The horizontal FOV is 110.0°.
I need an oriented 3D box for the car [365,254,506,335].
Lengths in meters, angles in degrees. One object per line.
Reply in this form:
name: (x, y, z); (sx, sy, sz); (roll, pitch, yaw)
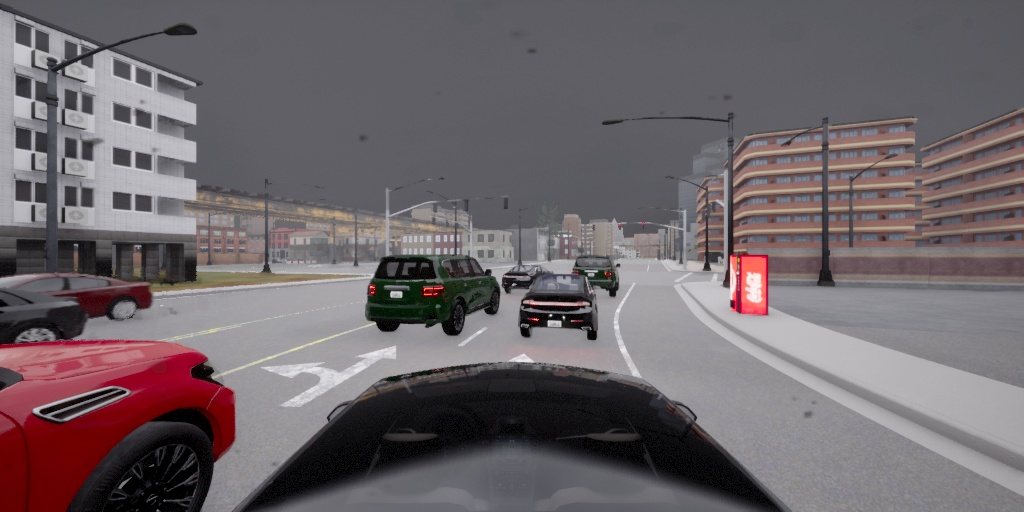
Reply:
car: (-1.999, 0.971, 10.775); (2.150, 2.045, 5.566); (0, 0, 14)

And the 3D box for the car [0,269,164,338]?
car: (-13.117, 1.227, 9.798); (1.882, 1.535, 5.008); (0, 0, 11)

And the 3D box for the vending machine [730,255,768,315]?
vending machine: (7.810, 0.945, 11.819); (1.100, 2.100, 0.880); (0, 0, 20)

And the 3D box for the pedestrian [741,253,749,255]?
pedestrian: (8.042, 0.795, 12.438); (0.375, 1.860, 0.375); (0, 0, 21)

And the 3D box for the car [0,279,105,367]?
car: (-10.201, 1.255, 5.601); (1.837, 1.490, 4.892); (0, 0, 7)

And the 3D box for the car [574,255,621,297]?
car: (4.552, 0.971, 19.308); (2.150, 2.045, 5.566); (0, 0, 19)

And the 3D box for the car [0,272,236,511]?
car: (-3.264, 0.971, 0.504); (2.150, 2.045, 5.566); (0, 0, -2)

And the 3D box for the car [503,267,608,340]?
car: (1.435, 1.242, 10.065); (2.128, 1.511, 4.902); (0, 0, 12)

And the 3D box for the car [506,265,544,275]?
car: (1.103, 1.242, 20.141); (2.128, 1.511, 4.902); (0, 0, 24)
